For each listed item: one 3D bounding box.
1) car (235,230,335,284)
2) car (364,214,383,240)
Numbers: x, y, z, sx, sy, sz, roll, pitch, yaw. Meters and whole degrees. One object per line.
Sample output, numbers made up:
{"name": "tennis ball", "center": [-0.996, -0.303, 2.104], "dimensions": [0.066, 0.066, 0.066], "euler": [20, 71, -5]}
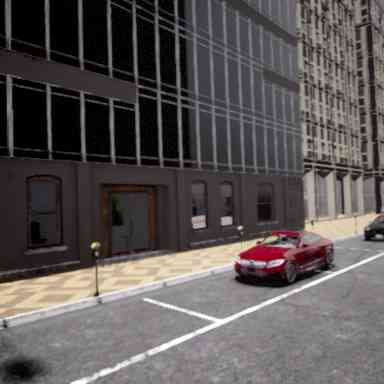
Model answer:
{"name": "car", "center": [3.097, 1.895, 10.582], "dimensions": [4.206, 1.307, 1.802], "euler": [0, -3, -45]}
{"name": "car", "center": [11.156, 1.917, 18.636], "dimensions": [4.313, 1.339, 1.947], "euler": [0, -3, -45]}
